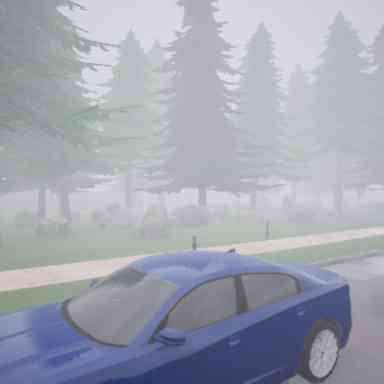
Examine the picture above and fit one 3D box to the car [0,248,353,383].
[{"bbox_3d":[-0.150,1.511,3.887,5.008,1.535,1.882,0,0,-35],"label":"car"}]
